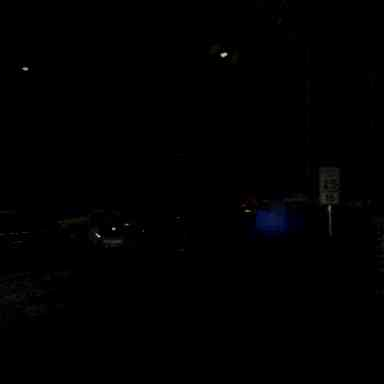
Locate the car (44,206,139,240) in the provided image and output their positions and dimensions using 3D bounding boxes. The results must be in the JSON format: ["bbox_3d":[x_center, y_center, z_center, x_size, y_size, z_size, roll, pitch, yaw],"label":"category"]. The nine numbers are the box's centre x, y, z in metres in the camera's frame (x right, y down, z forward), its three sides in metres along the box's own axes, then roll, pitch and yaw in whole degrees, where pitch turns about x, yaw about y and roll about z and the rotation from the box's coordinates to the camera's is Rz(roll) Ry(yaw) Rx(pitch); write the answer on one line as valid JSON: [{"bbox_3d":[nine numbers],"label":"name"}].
[{"bbox_3d":[-5.241,1.536,17.998,1.752,1.417,4.829,-1,0,37],"label":"car"}]

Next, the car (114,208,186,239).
[{"bbox_3d":[-2.501,1.530,17.213,1.994,1.385,4.181,-1,0,36],"label":"car"}]

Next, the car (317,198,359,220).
[{"bbox_3d":[11.383,1.386,26.072,1.887,1.381,4.507,-1,0,37],"label":"car"}]

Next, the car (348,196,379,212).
[{"bbox_3d":[17.839,1.370,34.763,2.008,1.369,4.403,-1,0,37],"label":"car"}]

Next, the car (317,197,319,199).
[{"bbox_3d":[10.261,1.359,29.199,1.882,1.535,5.008,-1,-1,37],"label":"car"}]

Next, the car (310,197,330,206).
[{"bbox_3d":[20.098,1.488,52.098,1.947,1.339,4.313,-1,0,37],"label":"car"}]

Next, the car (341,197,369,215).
[{"bbox_3d":[14.611,1.412,30.418,1.802,1.307,4.206,-1,0,37],"label":"car"}]

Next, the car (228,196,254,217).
[{"bbox_3d":[4.326,1.288,30.872,2.192,1.841,5.009,-1,0,37],"label":"car"}]

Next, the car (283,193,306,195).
[{"bbox_3d":[10.386,1.139,34.553,2.150,2.045,5.566,-1,0,37],"label":"car"}]

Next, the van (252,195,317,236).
[{"bbox_3d":[4.925,1.207,17.382,1.690,1.788,3.998,-1,0,37],"label":"van"}]

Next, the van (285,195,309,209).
[{"bbox_3d":[13.788,1.282,43.609,1.690,1.788,3.998,-1,0,37],"label":"van"}]

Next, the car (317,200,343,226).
[{"bbox_3d":[8.155,1.420,21.726,1.947,1.339,4.313,-1,0,37],"label":"car"}]

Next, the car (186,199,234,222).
[{"bbox_3d":[1.175,1.530,26.624,1.887,1.381,4.507,-1,0,37],"label":"car"}]

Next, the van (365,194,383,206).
[{"bbox_3d":[24.292,1.140,43.455,1.690,1.788,3.998,-1,0,37],"label":"van"}]

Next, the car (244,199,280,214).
[{"bbox_3d":[7.482,1.513,35.116,2.008,1.369,4.403,-1,0,37],"label":"car"}]

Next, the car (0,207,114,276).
[{"bbox_3d":[-4.689,1.288,9.073,2.097,1.767,4.553,-1,-1,37],"label":"car"}]
